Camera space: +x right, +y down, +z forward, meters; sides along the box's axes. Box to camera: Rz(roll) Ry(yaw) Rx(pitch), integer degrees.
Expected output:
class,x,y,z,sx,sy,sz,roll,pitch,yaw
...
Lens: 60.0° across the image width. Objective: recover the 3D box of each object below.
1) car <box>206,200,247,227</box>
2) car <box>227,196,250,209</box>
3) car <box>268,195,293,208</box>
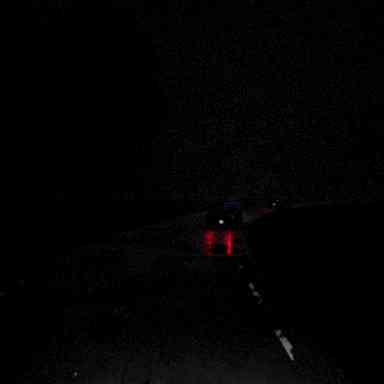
class,x,y,z,sx,sy,sz,roll,pitch,yaw
car,2.236,1.433,21.531,1.895,1.301,4.718,0,0,14
car,4.752,1.211,36.366,1.882,1.535,5.008,0,0,29
car,10.692,1.155,40.083,1.837,1.490,4.892,0,1,33
